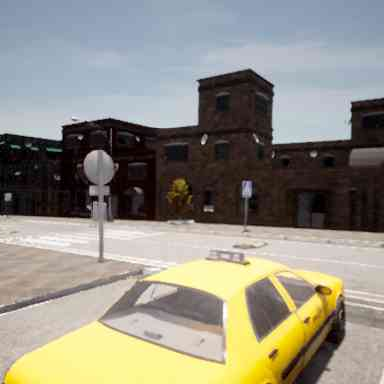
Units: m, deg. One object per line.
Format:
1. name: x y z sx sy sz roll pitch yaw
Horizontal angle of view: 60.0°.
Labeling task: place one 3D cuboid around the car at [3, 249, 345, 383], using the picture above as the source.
1. car: 0.582 1.486 4.202 1.946 1.575 5.366 0 0 35
